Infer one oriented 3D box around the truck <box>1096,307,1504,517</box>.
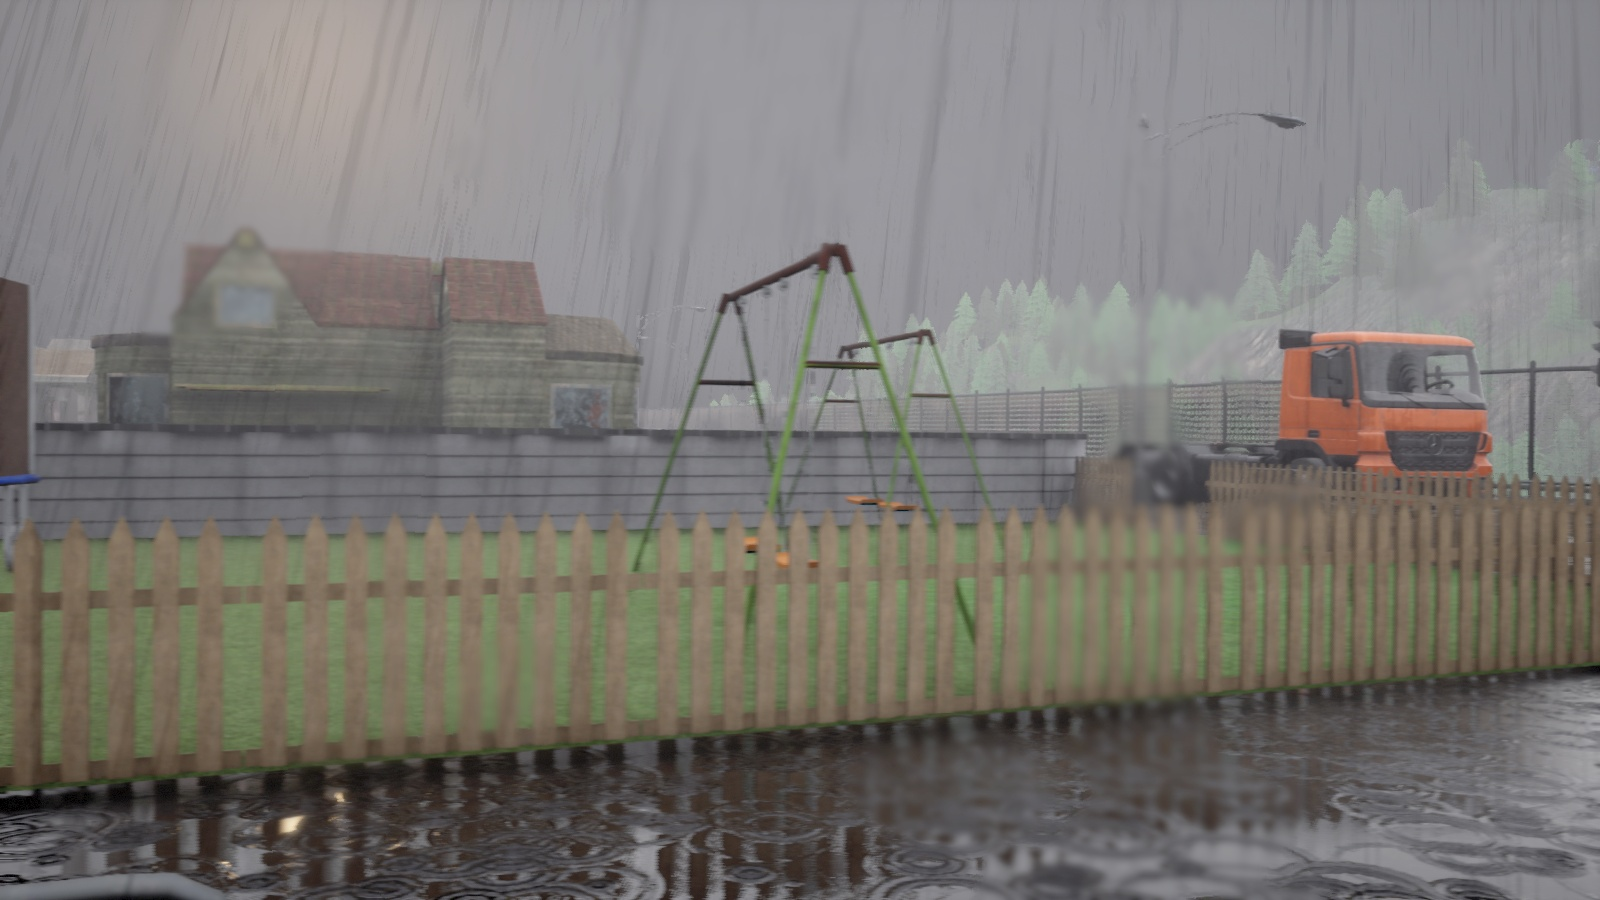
[{"bbox_3d":[9.382,-0.690,24.851,2.891,3.462,7.936,-1,1,-21],"label":"truck"}]
